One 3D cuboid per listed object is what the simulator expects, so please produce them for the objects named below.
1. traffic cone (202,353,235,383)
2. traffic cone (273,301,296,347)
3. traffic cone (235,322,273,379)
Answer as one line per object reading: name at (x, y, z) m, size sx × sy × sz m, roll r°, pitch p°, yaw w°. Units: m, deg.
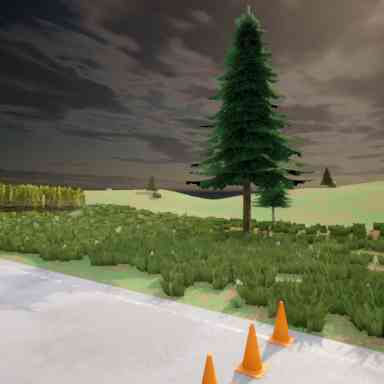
traffic cone at (0.179, 1.955, 3.406) m, size 0.340 × 0.580 × 0.340 m, roll 0°, pitch 0°, yaw 36°
traffic cone at (1.348, 1.955, 5.029) m, size 0.340 × 0.580 × 0.340 m, roll 0°, pitch 0°, yaw 36°
traffic cone at (0.764, 1.955, 4.218) m, size 0.340 × 0.580 × 0.340 m, roll 0°, pitch 0°, yaw 36°
